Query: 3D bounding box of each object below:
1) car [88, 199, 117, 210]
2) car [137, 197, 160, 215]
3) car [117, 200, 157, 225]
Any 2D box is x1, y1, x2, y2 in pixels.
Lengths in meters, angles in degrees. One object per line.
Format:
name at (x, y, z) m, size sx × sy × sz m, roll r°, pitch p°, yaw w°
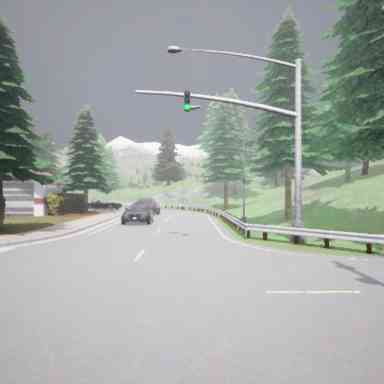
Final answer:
car at (-11.223, 1.598, 41.741) m, size 4.718 × 1.301 × 1.895 m, roll 0°, pitch 0°, yaw 14°
car at (-4.680, 1.344, 33.976) m, size 2.097 × 1.767 × 4.553 m, roll 0°, pitch 0°, yaw -19°
car at (-3.886, 1.558, 24.182) m, size 1.994 × 1.385 × 4.181 m, roll 0°, pitch 0°, yaw -2°
